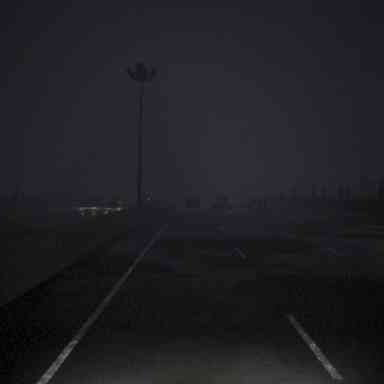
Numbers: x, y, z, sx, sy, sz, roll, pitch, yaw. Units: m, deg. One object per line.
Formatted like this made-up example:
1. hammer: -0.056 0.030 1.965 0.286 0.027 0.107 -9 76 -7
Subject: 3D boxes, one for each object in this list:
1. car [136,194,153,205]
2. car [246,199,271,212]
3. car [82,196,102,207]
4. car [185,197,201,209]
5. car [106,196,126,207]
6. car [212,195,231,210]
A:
1. car: -7.083 1.175 50.327 2.097 1.767 4.553 0 0 0
2. car: 7.089 1.421 35.961 2.033 1.411 5.357 0 0 0
3. car: -14.095 1.333 47.093 1.837 1.490 4.892 0 0 0
4. car: 0.086 1.329 42.028 1.882 1.535 5.008 0 0 0
5. car: -10.596 1.310 46.662 1.882 1.535 5.008 0 0 0
6. car: 3.586 1.206 41.276 2.097 1.767 4.553 0 0 0
